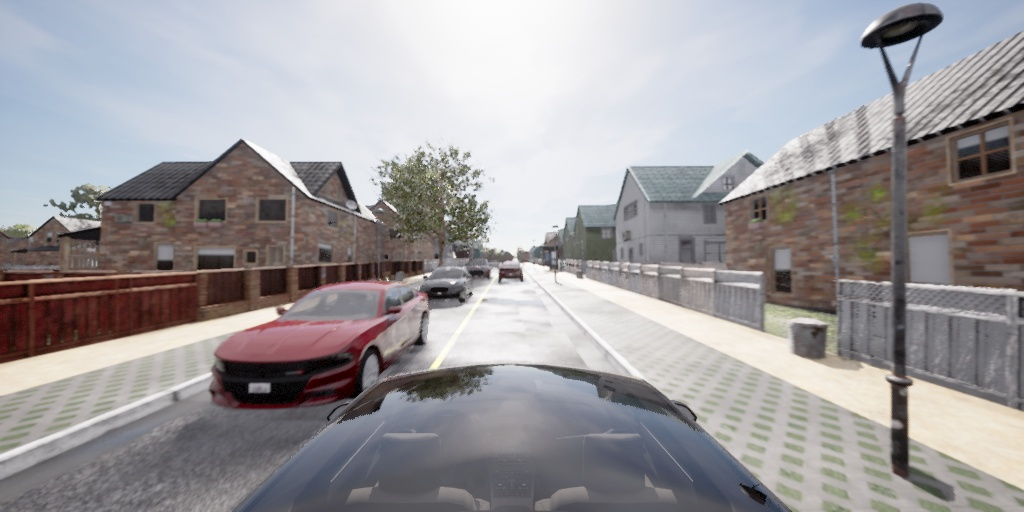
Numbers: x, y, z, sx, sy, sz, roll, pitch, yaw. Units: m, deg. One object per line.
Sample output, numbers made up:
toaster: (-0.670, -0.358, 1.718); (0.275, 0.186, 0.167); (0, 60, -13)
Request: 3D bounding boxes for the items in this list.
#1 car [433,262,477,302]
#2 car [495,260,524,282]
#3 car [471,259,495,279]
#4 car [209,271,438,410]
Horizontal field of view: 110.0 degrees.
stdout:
car: (-2.894, 1.228, 16.687); (1.837, 1.490, 4.892); (0, 0, 0)
car: (-0.082, 1.181, 28.424); (1.882, 1.535, 5.008); (0, 0, 0)
car: (-2.876, 1.060, 31.204); (2.097, 1.767, 4.553); (0, 0, 0)
car: (-2.867, 1.222, 6.569); (1.882, 1.535, 5.008); (0, 0, 0)
